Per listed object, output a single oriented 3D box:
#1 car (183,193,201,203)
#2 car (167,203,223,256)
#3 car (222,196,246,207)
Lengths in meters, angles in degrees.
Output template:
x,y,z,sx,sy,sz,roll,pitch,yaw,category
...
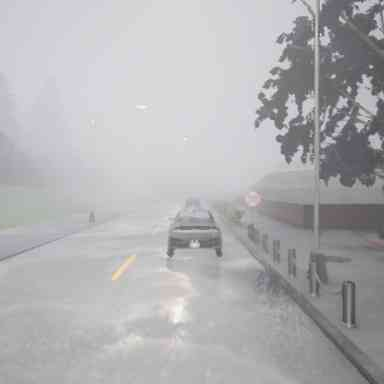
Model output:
x,y,z,sx,sy,sz,roll,pitch,yaw,category
0.074,1.251,40.873,1.837,1.490,4.892,0,1,0,car
0.088,1.413,12.704,2.128,1.511,4.902,0,1,0,car
6.286,1.177,44.317,5.357,1.415,2.033,0,0,-40,car
